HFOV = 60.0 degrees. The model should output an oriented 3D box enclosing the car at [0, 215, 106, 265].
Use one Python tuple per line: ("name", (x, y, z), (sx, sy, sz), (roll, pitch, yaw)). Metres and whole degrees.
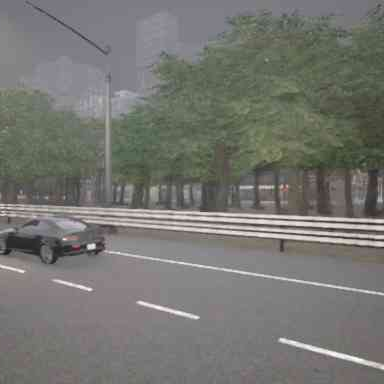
("car", (-5.022, 1.551, 11.755), (4.674, 1.442, 1.812), (0, 0, 36))
